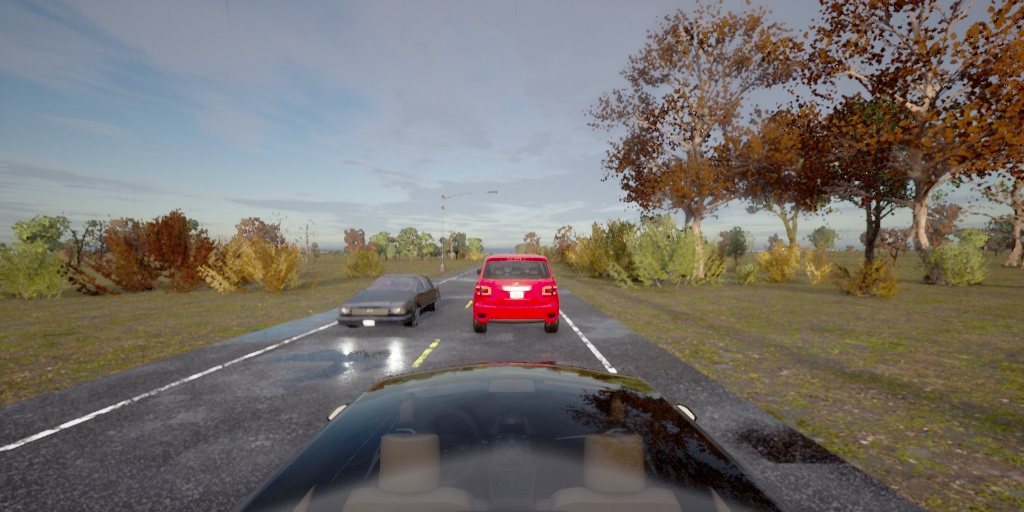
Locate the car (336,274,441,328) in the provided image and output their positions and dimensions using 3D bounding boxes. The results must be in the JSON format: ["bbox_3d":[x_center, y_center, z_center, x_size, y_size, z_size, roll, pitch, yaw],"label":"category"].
[{"bbox_3d":[-3.608,1.300,11.666,2.033,1.411,5.357,0,0,0],"label":"car"}]

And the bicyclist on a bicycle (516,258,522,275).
[{"bbox_3d":[0.807,1.129,40.034,0.659,1.776,1.843,0,0,0],"label":"bicyclist on a bicycle"}]

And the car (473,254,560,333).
[{"bbox_3d":[0.084,0.973,10.842,2.150,2.045,5.566,0,0,-1],"label":"car"}]

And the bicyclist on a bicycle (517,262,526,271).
[{"bbox_3d":[0.876,1.126,30.021,0.659,1.776,1.843,0,0,0],"label":"bicyclist on a bicycle"}]
